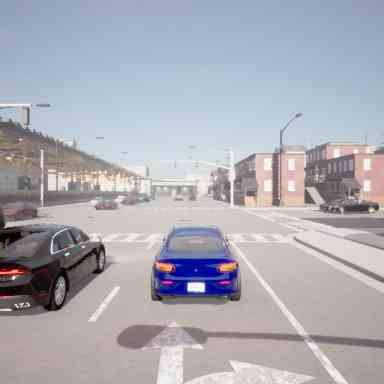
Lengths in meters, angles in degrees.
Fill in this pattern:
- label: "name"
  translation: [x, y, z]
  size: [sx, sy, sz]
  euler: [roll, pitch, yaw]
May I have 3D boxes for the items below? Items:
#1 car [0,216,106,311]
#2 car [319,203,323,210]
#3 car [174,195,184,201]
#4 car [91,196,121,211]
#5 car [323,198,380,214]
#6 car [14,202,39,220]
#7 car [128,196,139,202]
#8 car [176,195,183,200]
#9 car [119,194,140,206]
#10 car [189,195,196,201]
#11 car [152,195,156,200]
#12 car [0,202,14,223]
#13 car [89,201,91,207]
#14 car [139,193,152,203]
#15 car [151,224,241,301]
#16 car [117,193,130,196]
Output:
- label: "car"
  translation: [-3.416, 1.505, 7.761]
  size: [1.837, 1.490, 4.892]
  euler: [0, 0, 0]
- label: "car"
  translation: [17.082, 1.505, 38.028]
  size: [4.892, 1.490, 1.837]
  euler: [0, 0, 0]
- label: "car"
  translation: [-3.366, 1.595, 82.083]
  size: [1.895, 1.301, 4.718]
  euler: [0, 0, 0]
- label: "car"
  translation: [-10.532, 1.564, 41.059]
  size: [1.994, 1.385, 4.181]
  euler: [0, 0, 0]
- label: "car"
  translation: [16.779, 1.491, 34.521]
  size: [4.902, 1.511, 2.128]
  euler: [0, 0, 0]
- label: "car"
  translation: [-14.045, 1.525, 26.818]
  size: [1.812, 1.442, 4.674]
  euler: [0, 0, 0]
- label: "car"
  translation: [-13.870, 1.550, 79.257]
  size: [1.994, 1.385, 4.181]
  euler: [0, 0, 0]
- label: "car"
  translation: [-3.349, 1.524, 92.129]
  size: [1.812, 1.442, 4.674]
  euler: [0, 0, 0]
- label: "car"
  translation: [-10.495, 1.477, 55.867]
  size: [1.882, 1.535, 5.008]
  euler: [0, 0, 0]
- label: "car"
  translation: [0.134, 1.500, 81.583]
  size: [1.837, 1.490, 4.892]
  euler: [0, 0, 0]
- label: "car"
  translation: [-10.360, 1.435, 85.726]
  size: [2.033, 1.411, 5.357]
  euler: [0, 0, 0]
- label: "car"
  translation: [-10.576, 1.221, 14.757]
  size: [2.150, 2.045, 5.566]
  euler: [0, 0, 0]
- label: "car"
  translation: [-14.012, 1.526, 49.908]
  size: [1.812, 1.442, 4.674]
  euler: [0, 0, 0]
- label: "car"
  translation: [-10.385, 1.225, 70.265]
  size: [2.150, 2.045, 5.566]
  euler: [0, 0, 0]
- label: "car"
  translation: [0.091, 1.526, 8.219]
  size: [1.812, 1.442, 4.674]
  euler: [0, 0, 0]
- label: "car"
  translation: [-13.889, 1.221, 68.052]
  size: [2.150, 2.045, 5.566]
  euler: [0, 0, 0]
